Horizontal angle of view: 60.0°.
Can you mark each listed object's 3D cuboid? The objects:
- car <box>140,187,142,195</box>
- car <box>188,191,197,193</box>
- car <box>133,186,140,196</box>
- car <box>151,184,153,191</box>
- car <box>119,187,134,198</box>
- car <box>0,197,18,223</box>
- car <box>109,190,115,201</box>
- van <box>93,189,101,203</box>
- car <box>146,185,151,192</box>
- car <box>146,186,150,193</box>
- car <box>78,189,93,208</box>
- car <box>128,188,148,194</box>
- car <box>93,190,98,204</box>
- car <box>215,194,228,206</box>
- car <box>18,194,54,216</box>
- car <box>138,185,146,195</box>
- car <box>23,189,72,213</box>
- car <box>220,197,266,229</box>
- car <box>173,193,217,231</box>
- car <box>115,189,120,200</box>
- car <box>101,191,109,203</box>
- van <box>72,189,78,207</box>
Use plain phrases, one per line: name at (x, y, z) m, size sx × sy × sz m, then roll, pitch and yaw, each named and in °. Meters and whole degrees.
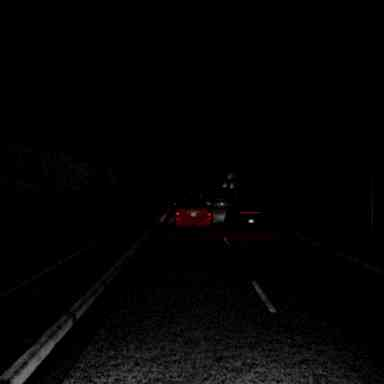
car at (-13.934, 0.181, 71.589) m, size 4.674 × 1.452 × 2.002 m, roll -1°, pitch 1°, yaw -20°
car at (0.054, 0.797, 35.897) m, size 2.097 × 1.767 × 4.553 m, roll 0°, pitch 1°, yaw 0°
car at (-14.099, 0.214, 68.515) m, size 5.366 × 1.575 × 1.946 m, roll -1°, pitch 2°, yaw -20°
car at (-13.975, -0.620, 92.588) m, size 4.553 × 1.767 × 2.185 m, roll -2°, pitch 2°, yaw -20°
car at (-13.897, 0.378, 62.594) m, size 4.792 × 1.488 × 2.163 m, roll -1°, pitch 1°, yaw -20°
car at (-13.867, 1.278, 20.739) m, size 4.792 × 1.488 × 2.163 m, roll -1°, pitch 1°, yaw -20°
car at (-13.908, 0.721, 47.573) m, size 4.674 × 1.452 × 2.002 m, roll -1°, pitch 2°, yaw -20°
van at (-14.020, 0.590, 41.562) m, size 4.442 × 1.987 × 1.878 m, roll -1°, pitch 2°, yaw -20°
car at (-13.966, -0.443, 83.577) m, size 5.566 × 2.045 × 2.435 m, roll -1°, pitch 2°, yaw -20°
car at (-13.763, -0.109, 80.658) m, size 5.366 × 1.575 × 1.946 m, roll -1°, pitch 1°, yaw -20°
car at (-13.883, 0.694, 35.654) m, size 5.566 × 2.045 × 2.435 m, roll -1°, pitch 1°, yaw -20°
car at (-13.965, -0.259, 86.583) m, size 4.792 × 1.488 × 2.163 m, roll -1°, pitch 2°, yaw -20°
car at (-13.901, 0.880, 38.628) m, size 4.892 × 1.521 × 2.231 m, roll -1°, pitch 2°, yaw -20°
car at (3.054, 0.932, 36.151) m, size 2.128 × 1.511 × 4.902 m, roll 0°, pitch 1°, yaw 0°
car at (-13.895, 1.177, 26.695) m, size 4.674 × 1.452 × 2.002 m, roll -1°, pitch 1°, yaw -20°
car at (-13.909, -0.184, 74.600) m, size 5.566 × 2.045 × 2.435 m, roll -1°, pitch 1°, yaw -20°
car at (-13.930, 0.826, 29.659) m, size 5.566 × 2.045 × 2.435 m, roll -1°, pitch 2°, yaw -20°
car at (3.075, 1.263, 19.696) m, size 2.128 × 1.511 × 4.902 m, roll 0°, pitch 1°, yaw 0°
car at (0.077, 1.134, 19.038) m, size 2.097 × 1.767 × 4.553 m, roll 0°, pitch 1°, yaw 0°
car at (-13.889, 0.644, 50.591) m, size 4.792 × 1.488 × 2.163 m, roll -1°, pitch 1°, yaw -20°
car at (-13.883, 0.621, 44.598) m, size 4.553 × 1.767 × 2.185 m, roll -1°, pitch 2°, yaw -20°
van at (-13.798, 0.783, 32.703) m, size 4.442 × 1.987 × 1.878 m, roll -1°, pitch 1°, yaw -20°
